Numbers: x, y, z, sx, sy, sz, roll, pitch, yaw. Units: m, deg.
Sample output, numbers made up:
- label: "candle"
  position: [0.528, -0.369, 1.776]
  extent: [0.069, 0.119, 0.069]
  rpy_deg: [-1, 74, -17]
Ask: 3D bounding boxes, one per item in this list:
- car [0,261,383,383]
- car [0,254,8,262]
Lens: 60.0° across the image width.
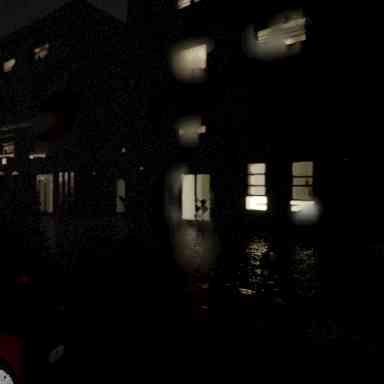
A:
- label: "car"
  position: [-0.089, 1.539, 2.934]
  extent: [4.507, 1.381, 1.887]
  rpy_deg: [0, 1, 35]
- label: "car"
  position: [-4.606, 1.556, 6.156]
  extent: [4.206, 1.307, 1.802]
  rpy_deg: [0, 1, 35]
